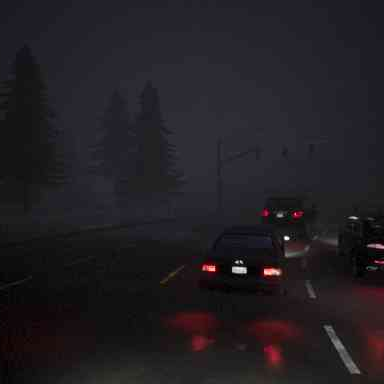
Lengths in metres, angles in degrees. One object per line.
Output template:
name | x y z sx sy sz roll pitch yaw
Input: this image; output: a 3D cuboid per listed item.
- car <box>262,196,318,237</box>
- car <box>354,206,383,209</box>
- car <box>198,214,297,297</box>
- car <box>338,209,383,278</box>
car | 5.486 1.221 18.265 2.150 2.045 5.566 0 0 28
car | 9.716 1.492 18.213 2.128 1.511 4.902 0 0 33
car | 1.547 1.547 8.817 2.033 1.411 5.357 0 0 15
car | 5.562 1.492 9.867 2.128 1.511 4.902 0 0 17
